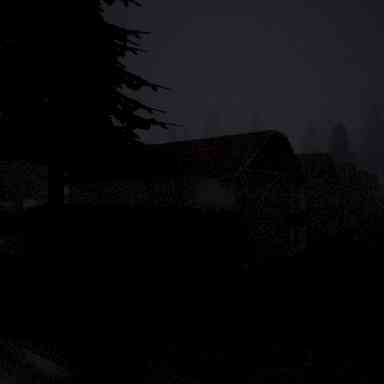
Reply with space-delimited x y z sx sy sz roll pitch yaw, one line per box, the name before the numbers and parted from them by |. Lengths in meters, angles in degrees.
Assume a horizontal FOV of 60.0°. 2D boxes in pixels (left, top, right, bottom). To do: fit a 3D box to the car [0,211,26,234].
car | -11.839 1.976 20.467 2.128 1.511 4.902 -1 -1 36
